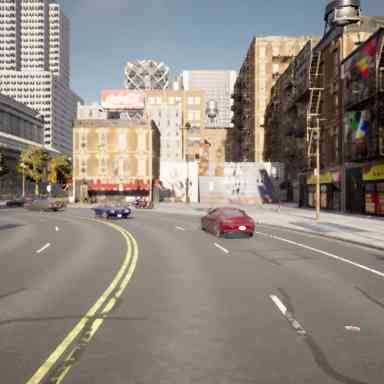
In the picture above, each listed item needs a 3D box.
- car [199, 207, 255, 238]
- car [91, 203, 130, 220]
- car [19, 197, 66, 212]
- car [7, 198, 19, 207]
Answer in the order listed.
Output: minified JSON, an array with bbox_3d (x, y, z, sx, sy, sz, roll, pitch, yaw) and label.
[{"bbox_3d":[1.764,1.524,17.793,1.812,1.442,4.674,0,0,-15],"label":"car"},{"bbox_3d":[-7.101,1.599,28.576,1.895,1.301,4.718,0,0,-35],"label":"car"},{"bbox_3d":[-17.413,1.545,38.639,5.357,1.411,2.033,0,0,34],"label":"car"},{"bbox_3d":[-25.737,1.516,50.328,4.674,1.452,2.002,0,0,20],"label":"car"}]
